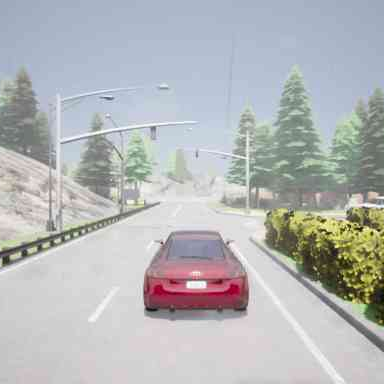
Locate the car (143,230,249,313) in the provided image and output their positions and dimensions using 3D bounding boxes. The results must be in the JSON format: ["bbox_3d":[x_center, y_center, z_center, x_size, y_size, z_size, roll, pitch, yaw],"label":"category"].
[{"bbox_3d":[0.070,1.564,7.731,1.994,1.385,4.181,0,0,0],"label":"car"}]

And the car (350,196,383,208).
[{"bbox_3d":[16.090,1.384,27.836,5.566,2.045,2.150,0,0,0],"label":"car"}]
